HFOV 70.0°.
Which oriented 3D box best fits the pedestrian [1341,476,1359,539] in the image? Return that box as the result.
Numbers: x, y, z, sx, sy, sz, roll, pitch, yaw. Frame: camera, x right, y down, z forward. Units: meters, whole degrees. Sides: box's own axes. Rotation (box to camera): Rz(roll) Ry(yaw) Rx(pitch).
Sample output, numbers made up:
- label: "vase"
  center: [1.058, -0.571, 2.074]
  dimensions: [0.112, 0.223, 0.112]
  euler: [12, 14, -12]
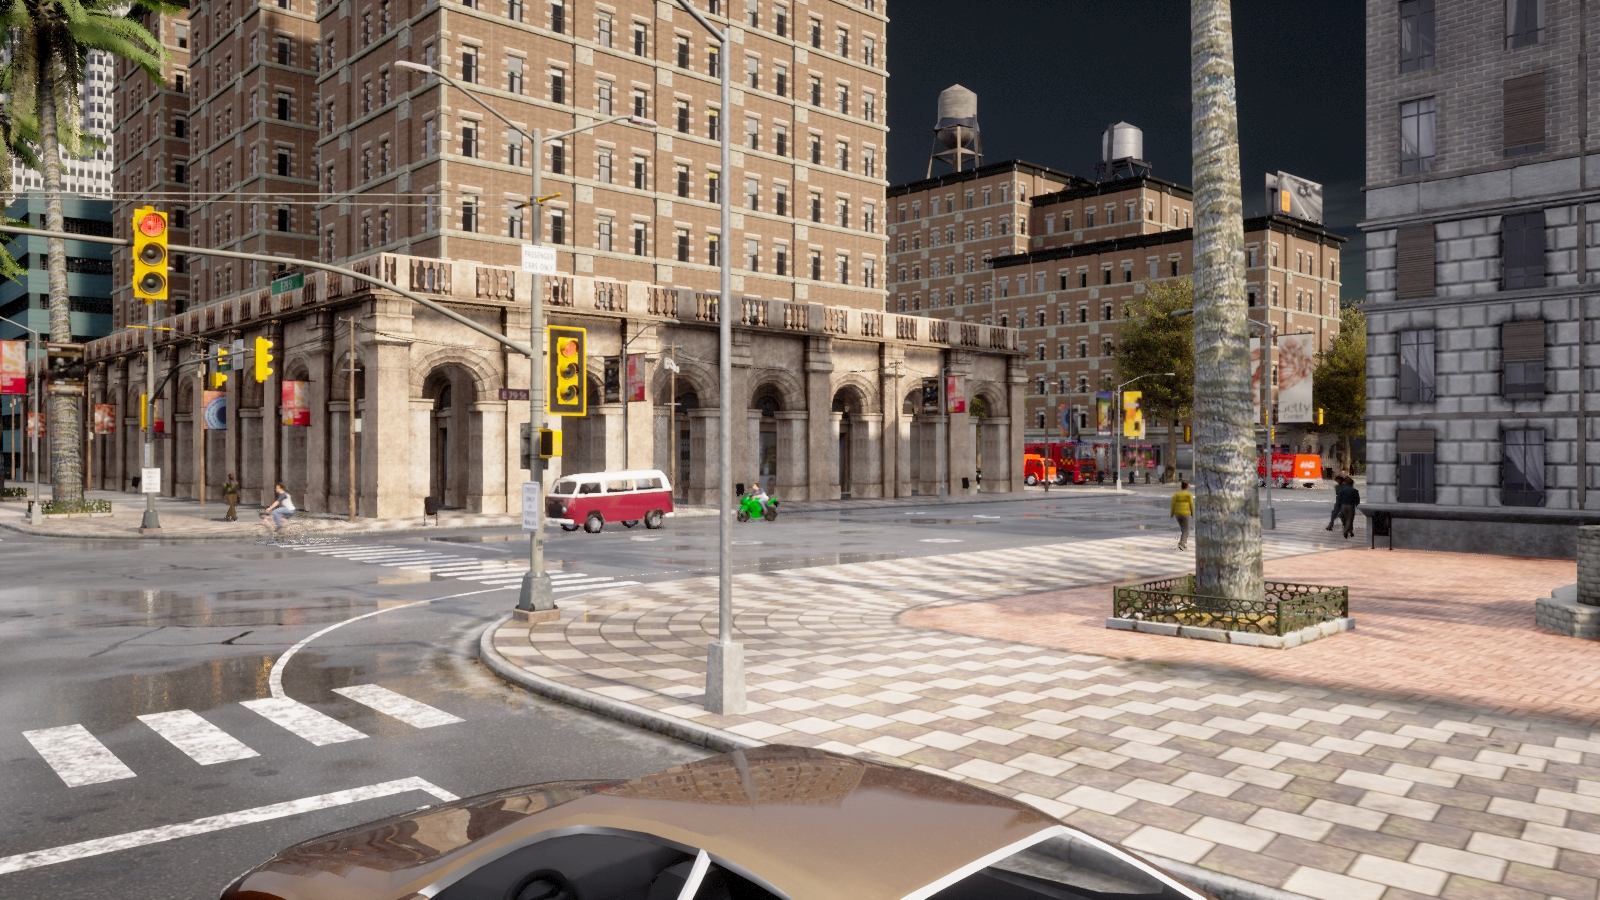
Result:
- label: "pedestrian"
  center: [16.318, 1.696, 33.896]
  dimensions: [0.375, 1.860, 0.375]
  euler: [0, 0, 45]

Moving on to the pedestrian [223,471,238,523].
- label: "pedestrian"
  center: [-20.769, 1.697, 41.656]
  dimensions: [0.375, 1.860, 0.375]
  euler: [0, 0, 40]

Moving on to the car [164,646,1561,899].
- label: "car"
  center: [-0.308, 1.992, 4.309]
  dimensions: [5.027, 1.651, 2.152]
  euler: [0, 0, 42]

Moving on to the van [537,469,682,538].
- label: "van"
  center: [-6.545, 1.768, 39.562]
  dimensions: [4.480, 2.038, 2.069]
  euler: [-3, 2, -42]

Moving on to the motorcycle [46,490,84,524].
- label: "motorcycle"
  center: [-28.682, 2.205, 44.576]
  dimensions: [0.867, 1.251, 2.209]
  euler: [0, 0, -42]

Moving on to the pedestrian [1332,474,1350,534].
- label: "pedestrian"
  center: [17.088, 1.697, 36.100]
  dimensions: [0.375, 1.860, 0.375]
  euler: [0, 0, -29]

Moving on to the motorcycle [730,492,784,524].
- label: "motorcycle"
  center: [-1.645, 2.215, 44.022]
  dimensions: [2.033, 1.145, 0.803]
  euler: [1, -1, -42]

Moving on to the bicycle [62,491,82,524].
- label: "bicycle"
  center: [-28.285, 2.206, 44.372]
  dimensions: [0.373, 1.196, 1.643]
  euler: [0, 0, -42]

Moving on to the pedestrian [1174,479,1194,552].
- label: "pedestrian"
  center: [9.978, 1.696, 29.717]
  dimensions: [0.375, 1.860, 0.375]
  euler: [0, 0, 42]

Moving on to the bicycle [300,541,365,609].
- label: "bicycle"
  center: [-8.493, 2.256, 20.812]
  dimensions: [0.859, 1.080, 1.487]
  euler: [2, 0, -15]
